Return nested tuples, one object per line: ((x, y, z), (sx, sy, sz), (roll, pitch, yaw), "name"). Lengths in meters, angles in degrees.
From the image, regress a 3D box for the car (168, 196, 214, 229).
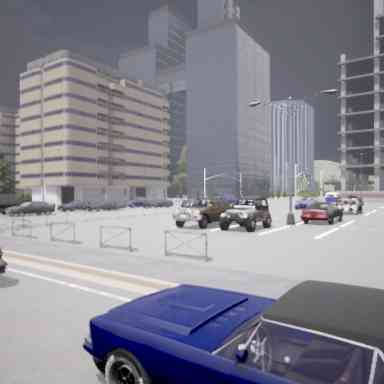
((0.817, 1.201, 20.816), (1.932, 1.855, 4.605), (0, 0, 34), "car")

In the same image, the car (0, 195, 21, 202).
((-20.093, 1.373, 33.891), (2.150, 2.045, 5.566), (0, 0, 34), "car")

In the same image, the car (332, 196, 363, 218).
((15.206, 1.422, 32.109), (1.970, 1.475, 3.806), (0, 0, 34), "car")

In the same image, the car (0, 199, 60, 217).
((-16.144, 1.662, 33.454), (1.812, 1.442, 4.674), (0, 0, 34), "car")

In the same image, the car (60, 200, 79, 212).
((-14.385, 1.700, 42.401), (2.033, 1.411, 5.357), (0, 0, 34), "car")

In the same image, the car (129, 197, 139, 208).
((-8.712, 1.506, 50.799), (2.097, 1.767, 4.553), (0, 0, 35), "car")

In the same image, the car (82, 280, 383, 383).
((1.083, 1.605, 3.217), (4.718, 1.301, 1.895), (0, 0, 35), "car")

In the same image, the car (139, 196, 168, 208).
((-5.027, 1.687, 50.045), (2.033, 1.411, 5.357), (0, 0, 34), "car")

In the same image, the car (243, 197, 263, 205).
((11.288, 1.617, 61.478), (1.837, 1.490, 4.892), (0, 0, 34), "car")

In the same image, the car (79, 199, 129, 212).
((-10.817, 1.685, 41.428), (2.033, 1.411, 5.357), (0, 0, 34), "car")

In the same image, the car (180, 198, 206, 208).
((0.209, 1.688, 51.238), (1.994, 1.385, 4.181), (0, 0, 34), "car")

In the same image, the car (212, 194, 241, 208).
((5.515, 1.331, 52.878), (2.150, 2.045, 5.566), (0, 0, 34), "car")

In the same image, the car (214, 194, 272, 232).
((3.185, 1.192, 19.150), (1.905, 1.878, 3.866), (0, 0, 34), "car")

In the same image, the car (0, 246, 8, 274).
((-7.073, 1.593, 8.940), (5.357, 1.411, 2.033), (0, 0, 35), "car")
